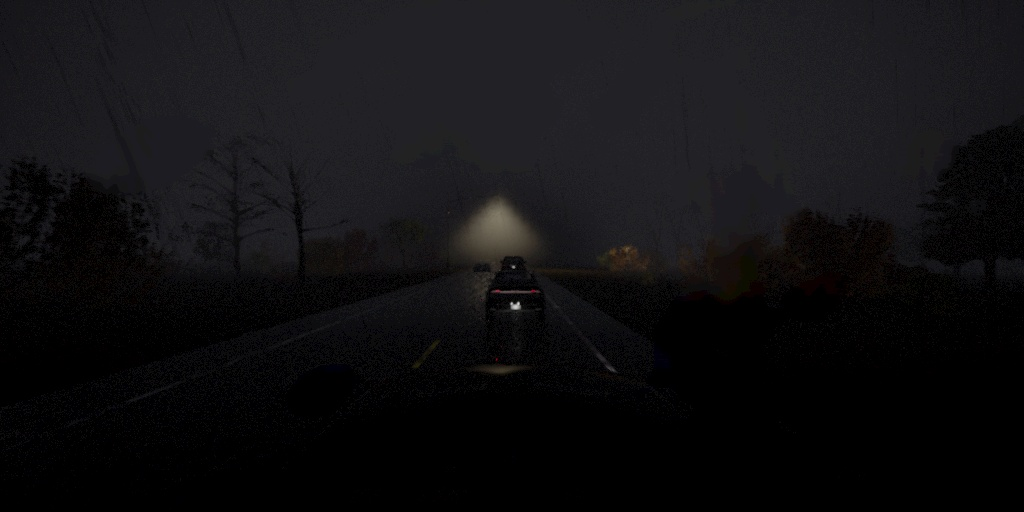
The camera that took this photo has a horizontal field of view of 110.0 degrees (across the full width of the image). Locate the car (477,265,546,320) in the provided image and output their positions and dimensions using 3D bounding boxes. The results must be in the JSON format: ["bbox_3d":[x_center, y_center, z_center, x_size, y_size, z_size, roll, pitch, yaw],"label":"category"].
[{"bbox_3d":[0.107,1.248,12.729,2.128,1.511,4.902,0,0,0],"label":"car"}]

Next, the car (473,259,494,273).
[{"bbox_3d":[-3.562,1.355,43.623,1.994,1.385,4.181,0,0,0],"label":"car"}]

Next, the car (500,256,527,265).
[{"bbox_3d":[0.118,0.999,32.049,2.150,2.045,5.566,0,0,0],"label":"car"}]
